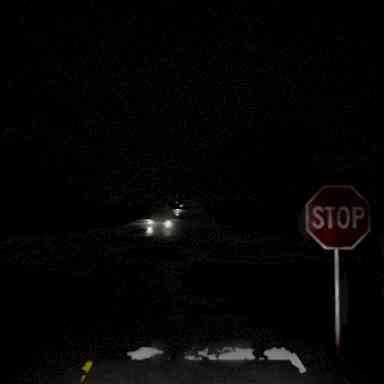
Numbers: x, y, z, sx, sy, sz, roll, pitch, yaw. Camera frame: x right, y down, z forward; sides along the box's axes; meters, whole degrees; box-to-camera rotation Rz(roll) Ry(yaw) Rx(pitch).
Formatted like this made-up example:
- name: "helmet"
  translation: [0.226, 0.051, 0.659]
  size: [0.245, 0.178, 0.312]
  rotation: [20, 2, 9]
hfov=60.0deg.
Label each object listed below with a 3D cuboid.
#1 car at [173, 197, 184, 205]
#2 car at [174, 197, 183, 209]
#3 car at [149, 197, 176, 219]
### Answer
- name: "car"
  translation: [-2.652, 1.801, 65.413]
  size: [2.033, 1.411, 5.357]
  rotation: [0, 0, 0]
- name: "car"
  translation: [-2.775, 1.479, 46.345]
  size: [2.097, 1.767, 4.553]
  rotation: [0, 0, 0]
- name: "car"
  translation: [-2.806, 1.542, 30.511]
  size: [1.882, 1.535, 5.008]
  rotation: [0, 0, 0]
